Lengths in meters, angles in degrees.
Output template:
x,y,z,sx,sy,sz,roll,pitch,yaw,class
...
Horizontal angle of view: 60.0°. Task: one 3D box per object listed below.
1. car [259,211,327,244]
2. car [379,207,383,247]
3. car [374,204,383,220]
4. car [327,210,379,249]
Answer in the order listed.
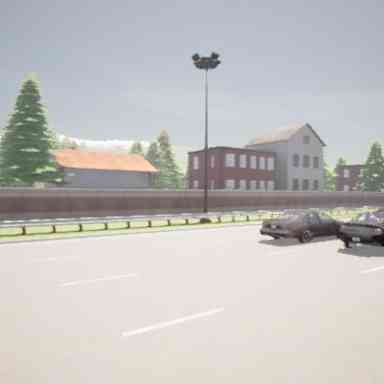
x,y,z,sx,sy,sz,roll,pitch,yaw,class
5.721,1.632,16.428,5.357,1.411,2.033,0,0,-36,car
7.742,1.293,9.270,5.566,2.045,2.150,0,0,-35,car
18.281,1.757,29.682,4.181,1.385,1.994,0,0,-35,car
8.113,1.579,13.834,4.902,1.511,2.128,0,0,-36,car
